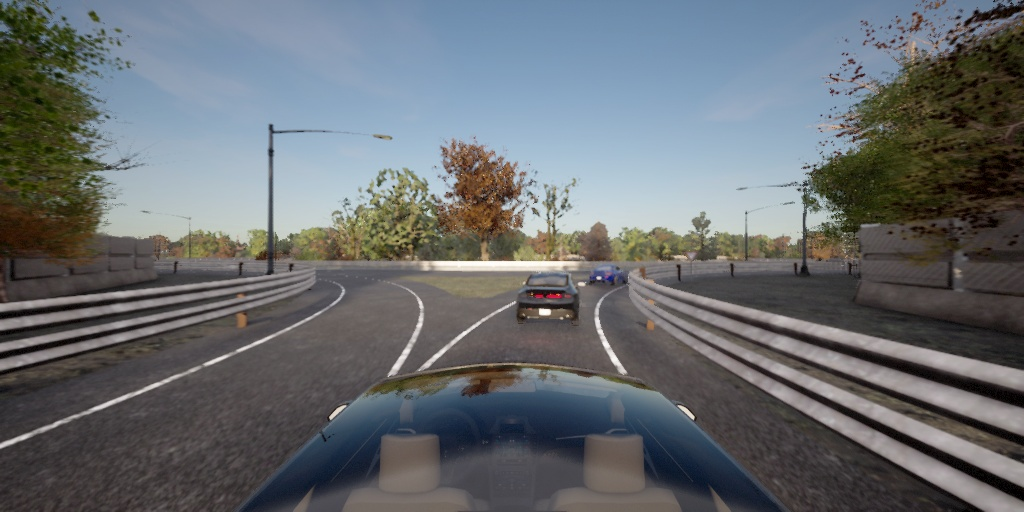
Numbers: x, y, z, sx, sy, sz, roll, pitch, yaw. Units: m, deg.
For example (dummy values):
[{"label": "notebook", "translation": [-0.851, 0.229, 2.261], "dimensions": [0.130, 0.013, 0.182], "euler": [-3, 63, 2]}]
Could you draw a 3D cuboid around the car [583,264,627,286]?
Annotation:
[{"label": "car", "translation": [7.048, 1.337, 26.241], "dimensions": [1.812, 1.442, 4.674], "euler": [0, 0, 31]}]

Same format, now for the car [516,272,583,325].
[{"label": "car", "translation": [1.344, 1.276, 12.018], "dimensions": [1.837, 1.490, 4.892], "euler": [0, -1, 11]}]
